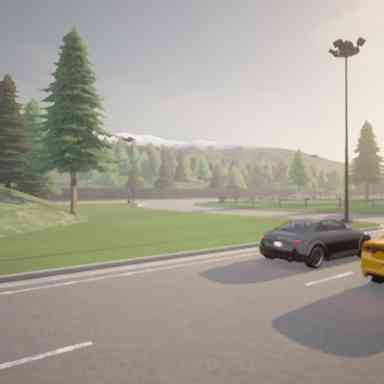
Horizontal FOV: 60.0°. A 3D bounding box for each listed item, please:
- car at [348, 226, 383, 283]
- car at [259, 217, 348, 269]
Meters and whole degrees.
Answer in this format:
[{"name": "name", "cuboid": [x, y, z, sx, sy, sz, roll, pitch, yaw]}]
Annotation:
[{"name": "car", "cuboid": [6.218, 1.448, 8.289, 5.008, 1.535, 1.882, 0, 0, -35]}, {"name": "car", "cuboid": [4.239, 1.535, 11.177, 4.181, 1.385, 1.994, 0, 0, -35]}]
